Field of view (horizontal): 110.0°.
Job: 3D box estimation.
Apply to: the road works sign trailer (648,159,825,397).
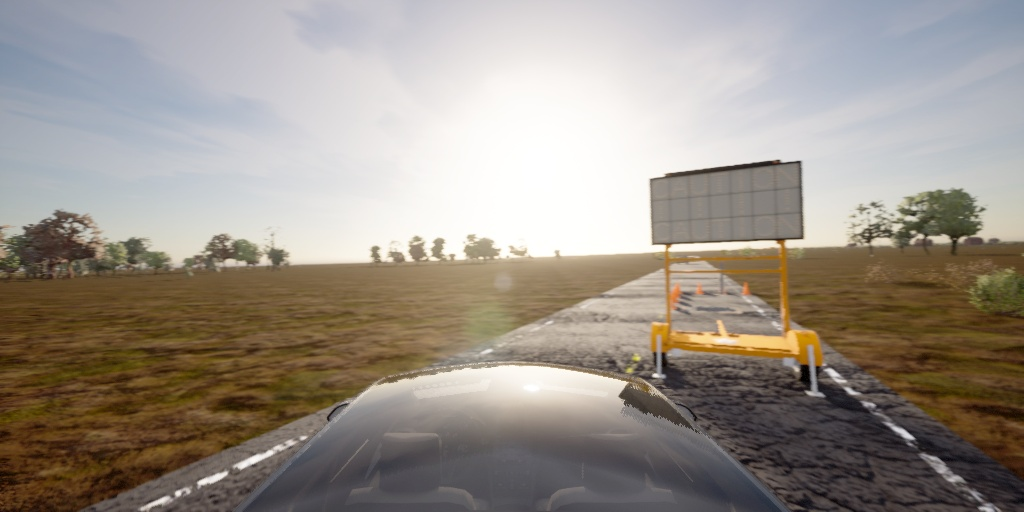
[{"bbox_3d":[3.924,0.162,6.633,2.380,3.560,2.880,0,0,27],"label":"road works sign trailer"}]
